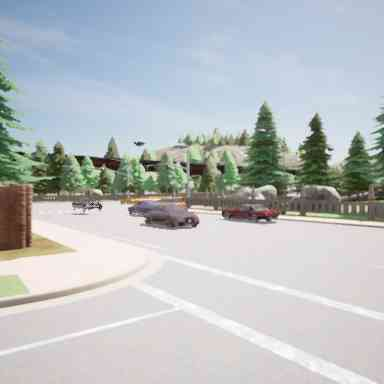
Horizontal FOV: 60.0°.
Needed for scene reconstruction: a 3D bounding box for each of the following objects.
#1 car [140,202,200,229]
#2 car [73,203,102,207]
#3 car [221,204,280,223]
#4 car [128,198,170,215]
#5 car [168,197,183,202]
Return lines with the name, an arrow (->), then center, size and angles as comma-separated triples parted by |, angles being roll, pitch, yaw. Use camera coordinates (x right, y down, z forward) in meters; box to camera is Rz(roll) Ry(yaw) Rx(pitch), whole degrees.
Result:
car -> -1.354, 1.600, 22.021 | 1.994, 1.385, 4.181 | 0, 0, -38
car -> -10.932, 1.286, 34.550 | 1.895, 1.301, 4.718 | 0, 0, -38
car -> 4.447, 1.636, 26.276 | 1.895, 1.301, 4.718 | 0, 0, -38
car -> -4.466, 1.561, 32.043 | 1.812, 1.442, 4.674 | 0, 0, -38
car -> -2.561, 1.387, 35.336 | 2.097, 1.767, 4.553 | 0, 0, -38
